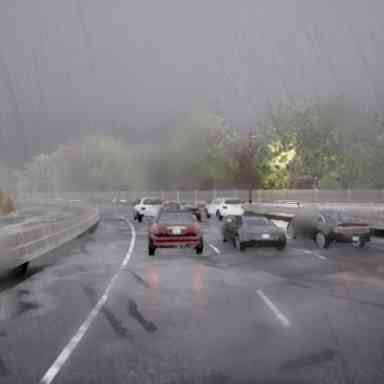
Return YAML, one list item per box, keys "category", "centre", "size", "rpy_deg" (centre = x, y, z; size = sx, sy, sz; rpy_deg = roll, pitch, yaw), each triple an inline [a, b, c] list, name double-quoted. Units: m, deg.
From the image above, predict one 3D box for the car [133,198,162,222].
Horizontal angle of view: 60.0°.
- category: "car"
  centre: [-3.826, 1.501, 29.177]
  size: [2.150, 2.045, 5.566]
  rpy_deg: [0, 0, -15]

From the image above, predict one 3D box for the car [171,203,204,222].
- category: "car"
  centre: [-0.535, 1.801, 30.381]
  size: [1.837, 1.490, 4.892]
  rpy_deg: [0, 0, -16]

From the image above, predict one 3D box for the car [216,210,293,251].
- category: "car"
  centre: [2.606, 1.707, 14.950]
  size: [1.994, 1.385, 4.181]
  rpy_deg: [0, -1, -8]

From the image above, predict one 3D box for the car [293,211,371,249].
- category: "car"
  centre: [6.078, 1.636, 15.391]
  size: [2.128, 1.511, 4.902]
  rpy_deg: [0, 0, -7]

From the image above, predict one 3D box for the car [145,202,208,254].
- category: "car"
  centre: [-0.835, 1.489, 14.301]
  size: [2.097, 1.767, 4.553]
  rpy_deg: [0, -1, -7]

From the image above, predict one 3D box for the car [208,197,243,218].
- category: "car"
  centre: [2.923, 1.513, 31.034]
  size: [2.150, 2.045, 5.566]
  rpy_deg: [0, 0, -15]
